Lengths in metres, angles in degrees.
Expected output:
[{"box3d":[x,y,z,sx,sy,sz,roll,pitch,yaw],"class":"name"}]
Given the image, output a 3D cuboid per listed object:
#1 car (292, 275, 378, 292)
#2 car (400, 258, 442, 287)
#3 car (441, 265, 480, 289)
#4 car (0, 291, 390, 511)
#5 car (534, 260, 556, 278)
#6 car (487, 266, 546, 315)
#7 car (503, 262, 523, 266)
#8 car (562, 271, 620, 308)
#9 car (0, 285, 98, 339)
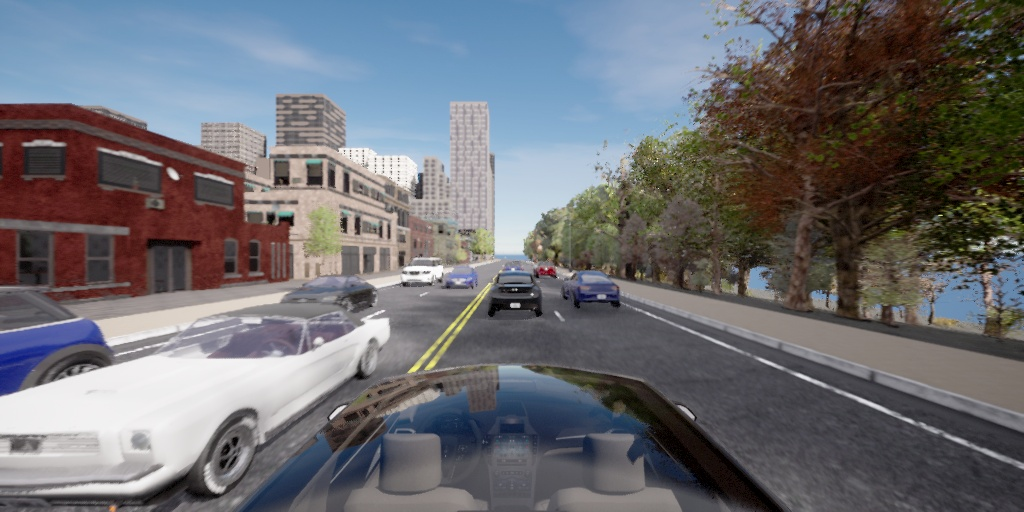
[{"box3d":[-6.499,1.391,13.165,1.994,1.385,4.181,0,0,0],"class":"car"},{"box3d":[-6.543,1.139,26.861,2.150,2.045,5.566,0,-1,1],"class":"car"},{"box3d":[-3.308,1.427,24.545,1.812,1.442,4.674,0,-1,0],"class":"car"},{"box3d":[-3.268,1.371,4.622,1.895,1.301,4.718,0,0,0],"class":"car"},{"box3d":[3.356,1.335,37.307,2.097,1.767,4.553,0,0,0],"class":"car"},{"box3d":[0.103,1.338,13.914,1.837,1.490,4.892,0,0,0],"class":"car"},{"box3d":[0.105,1.324,35.501,2.097,1.767,4.553,0,0,0],"class":"car"},{"box3d":[3.355,1.369,15.708,1.812,1.442,4.674,0,0,0],"class":"car"},{"box3d":[-6.531,1.110,2.944,2.097,1.767,4.553,0,0,0],"class":"car"}]
